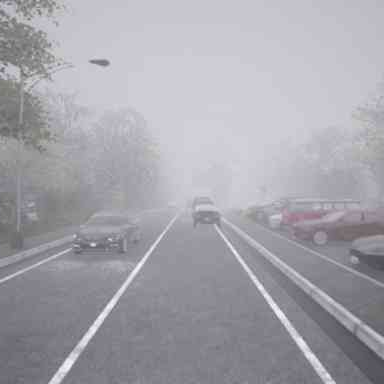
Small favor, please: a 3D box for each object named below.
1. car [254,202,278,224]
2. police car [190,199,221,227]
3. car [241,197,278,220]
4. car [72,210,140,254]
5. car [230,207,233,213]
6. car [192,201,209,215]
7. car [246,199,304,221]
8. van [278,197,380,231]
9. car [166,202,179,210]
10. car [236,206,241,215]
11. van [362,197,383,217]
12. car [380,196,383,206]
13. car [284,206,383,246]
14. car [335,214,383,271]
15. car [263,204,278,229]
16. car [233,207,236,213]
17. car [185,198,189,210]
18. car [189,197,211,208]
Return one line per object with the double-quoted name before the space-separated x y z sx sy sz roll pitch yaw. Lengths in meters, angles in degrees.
"car" 7.122 1.642 23.406 4.792 1.488 2.163 0 0 0
"police car" 0.991 1.558 23.915 1.930 1.638 5.238 0 -1 0
"car" 7.068 1.384 26.185 5.566 2.045 2.435 0 0 0
"car" -3.341 1.554 13.684 1.837 1.490 4.892 0 0 0
"car" 6.925 1.772 37.272 5.366 1.575 1.946 0 -1 0
"car" 1.002 1.848 39.826 1.882 1.535 5.008 0 -1 0
"car" 7.131 1.535 28.956 4.553 1.767 2.185 0 0 0
"van" 7.202 1.341 17.857 4.442 1.987 1.878 0 0 0
"car" -3.264 2.353 56.348 1.812 1.442 4.674 0 -2 0
"car" 7.110 1.690 31.731 5.008 1.535 2.097 0 -1 0
"van" 20.304 1.499 34.387 4.442 1.987 1.878 0 -1 0
"car" 20.211 1.433 31.495 5.566 2.045 2.435 0 -1 0
"car" 7.088 1.544 15.079 5.008 1.535 2.097 0 0 0
"car" 7.045 1.529 9.528 4.792 1.488 2.163 0 0 0
"car" 7.092 1.630 20.631 4.674 1.452 2.002 0 0 0
"car" 7.112 1.729 34.503 4.892 1.521 2.231 0 -1 0
"car" 0.041 2.110 58.082 2.150 2.045 5.566 0 -2 0
"car" 0.998 1.482 33.857 2.150 2.045 5.566 0 -1 0
